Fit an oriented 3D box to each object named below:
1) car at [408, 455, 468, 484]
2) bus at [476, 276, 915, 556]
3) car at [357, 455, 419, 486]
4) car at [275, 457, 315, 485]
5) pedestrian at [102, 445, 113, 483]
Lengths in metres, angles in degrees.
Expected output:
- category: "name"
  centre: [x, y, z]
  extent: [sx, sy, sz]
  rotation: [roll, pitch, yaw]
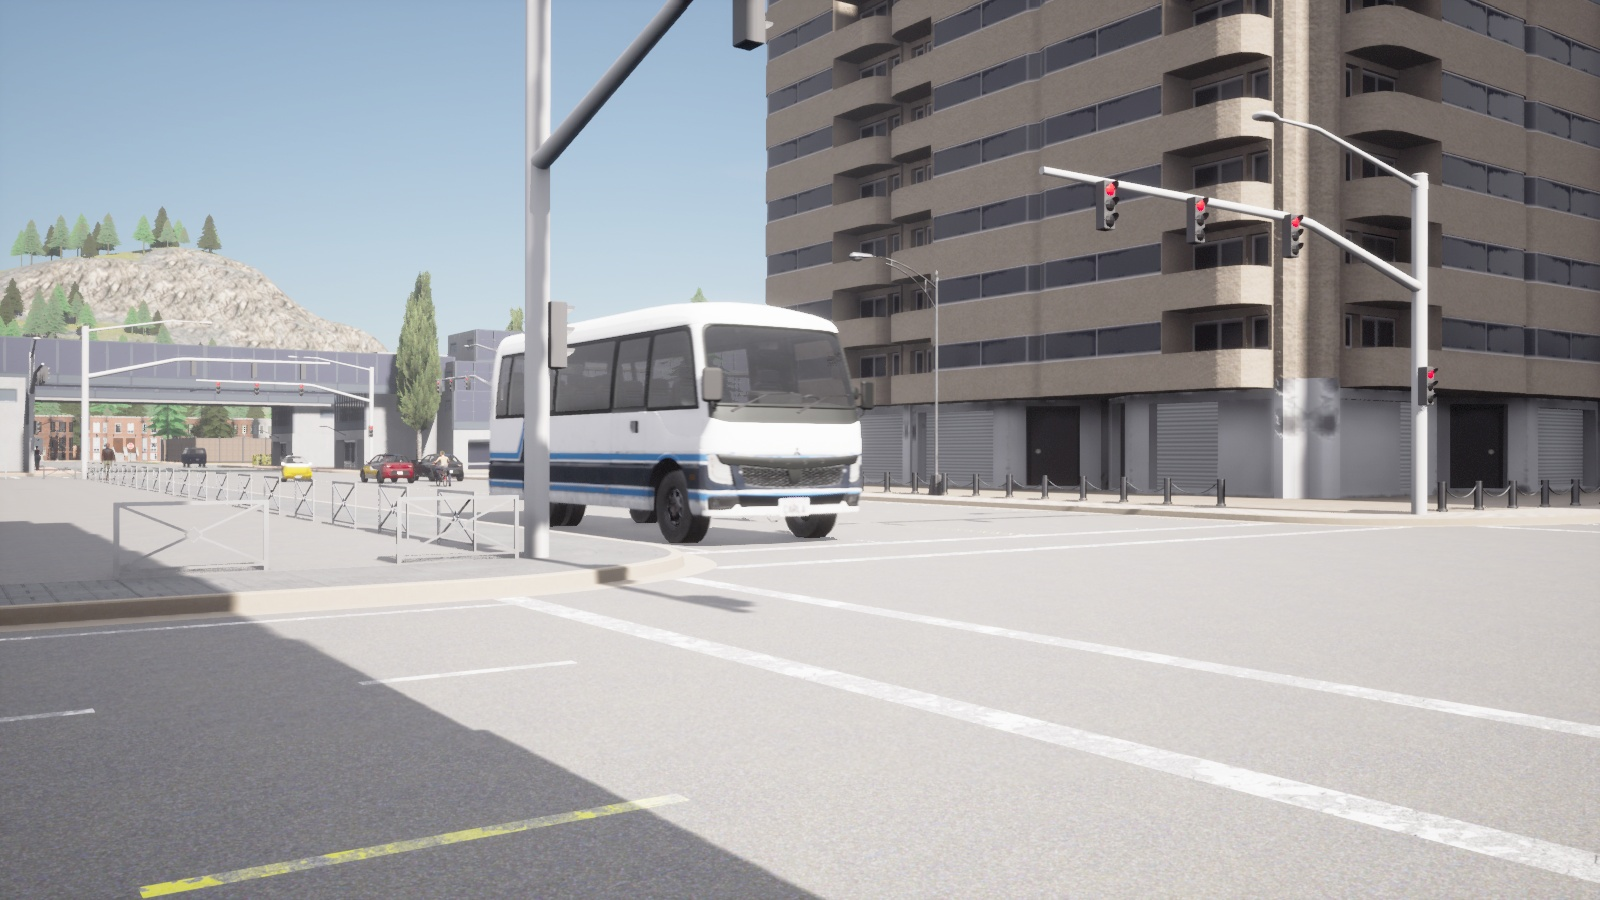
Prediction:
- category: "car"
  centre: [-19.461, 1.020, 67.379]
  extent: [1.816, 1.474, 4.193]
  rotation: [0, 0, -35]
- category: "bus"
  centre: [-2.580, -0.511, 24.475]
  extent: [3.944, 4.253, 10.273]
  rotation: [0, 0, -35]
- category: "car"
  centre: [-20.704, 1.012, 63.020]
  extent: [1.816, 1.474, 4.193]
  rotation: [0, 0, -35]
- category: "car"
  centre: [-26.002, 1.068, 64.638]
  extent: [1.481, 1.376, 2.207]
  rotation: [0, 0, -33]
- category: "pedestrian"
  centre: [-33.972, 0.682, 61.621]
  extent: [0.431, 1.840, 0.703]
  rotation: [0, 0, -26]
